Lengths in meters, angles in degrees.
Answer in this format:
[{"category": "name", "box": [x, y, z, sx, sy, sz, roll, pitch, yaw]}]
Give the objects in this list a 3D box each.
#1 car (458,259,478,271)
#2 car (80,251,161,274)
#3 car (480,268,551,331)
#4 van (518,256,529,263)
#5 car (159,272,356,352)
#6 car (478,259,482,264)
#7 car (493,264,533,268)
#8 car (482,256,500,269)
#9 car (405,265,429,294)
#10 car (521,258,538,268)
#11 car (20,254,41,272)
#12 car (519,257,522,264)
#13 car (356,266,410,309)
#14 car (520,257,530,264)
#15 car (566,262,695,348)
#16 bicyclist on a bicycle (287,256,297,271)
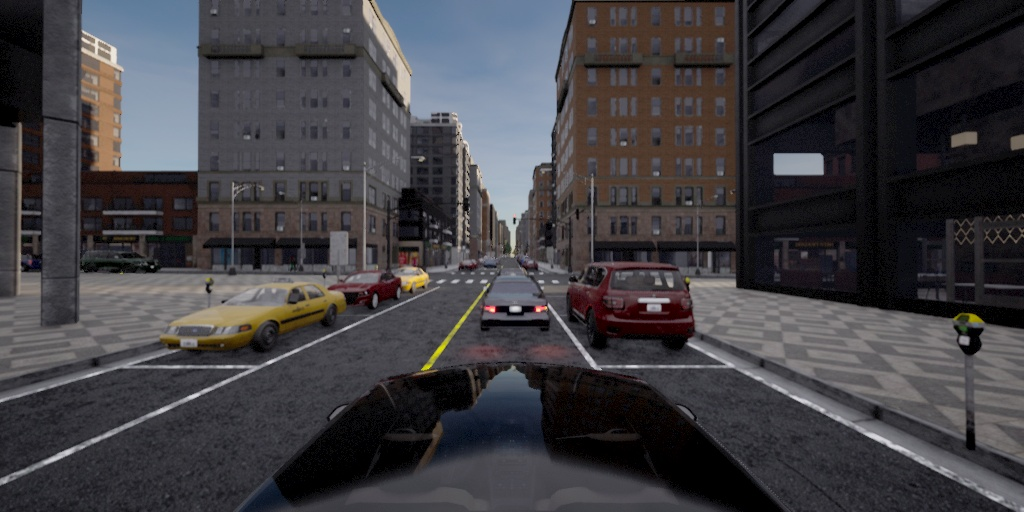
[{"category": "car", "box": [-5.996, 1.185, 47.360, 1.888, 1.381, 4.507, 0, 0, 0]}, {"category": "car", "box": [-34.395, 0.585, 31.543, 5.566, 2.045, 2.150, 1, 0, 0]}, {"category": "car", "box": [0.064, 1.275, 10.838, 2.033, 1.411, 5.357, 0, 0, 0]}, {"category": "van", "box": [2.479, 0.941, 64.397, 1.690, 1.789, 3.998, 0, 0, 0]}, {"category": "car", "box": [-5.879, 1.257, 8.921, 1.751, 1.417, 4.829, 0, 0, 0]}, {"category": "car", "box": [-6.013, 1.171, 53.033, 1.888, 1.381, 4.507, 0, 0, 0]}, {"category": "car", "box": [0.013, 1.305, 20.564, 1.895, 1.301, 4.718, 0, 0, 0]}, {"category": "car", "box": [-3.244, 1.171, 54.081, 2.033, 1.411, 5.357, 0, 0, 0]}, {"category": "car", "box": [-5.913, 1.230, 20.170, 1.751, 1.417, 4.829, 0, 0, 0]}, {"category": "car", "box": [2.531, 1.221, 47.376, 1.802, 1.307, 4.207, 0, 0, 0]}, {"category": "car", "box": [-47.626, 0.619, 34.722, 4.553, 1.767, 2.097, 1, 0, 1]}, {"category": "car", "box": [2.496, 1.195, 58.723, 1.802, 1.307, 4.207, 0, 0, 0]}, {"category": "car", "box": [-5.896, 1.263, 14.716, 1.888, 1.381, 4.507, 0, 0, 0]}, {"category": "car", "box": [2.513, 1.208, 53.050, 1.802, 1.307, 4.207, 0, 0, 0]}, {"category": "car", "box": [2.647, 1.046, 9.108, 2.192, 1.841, 5.009, 0, 0, 0]}, {"category": "bicyclist on a bicycle", "box": [-23.122, 0.814, 37.746, 0.582, 1.620, 1.656, 0, 0, 0]}]
